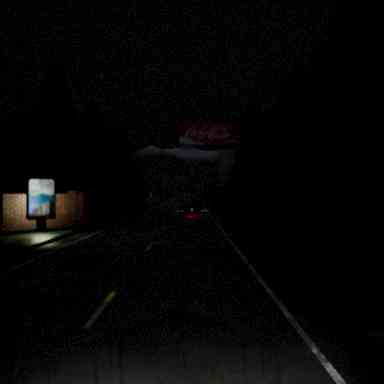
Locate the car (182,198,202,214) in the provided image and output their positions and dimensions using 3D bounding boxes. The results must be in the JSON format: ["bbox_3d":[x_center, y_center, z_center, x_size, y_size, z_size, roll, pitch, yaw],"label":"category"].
[{"bbox_3d":[0.008,1.481,34.976,1.837,1.490,4.892,0,0,0],"label":"car"}]

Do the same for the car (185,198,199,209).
[{"bbox_3d":[0.028,1.567,47.030,1.895,1.301,4.718,0,0,1],"label":"car"}]
